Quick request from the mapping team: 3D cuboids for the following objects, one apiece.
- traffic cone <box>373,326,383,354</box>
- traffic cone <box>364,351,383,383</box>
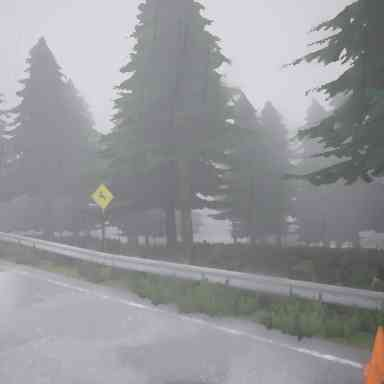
[{"bbox_3d":[2.329,1.956,4.104,0.340,0.580,0.340,0,0,34],"label":"traffic cone"},{"bbox_3d":[1.786,1.956,3.267,0.340,0.580,0.340,0,0,33],"label":"traffic cone"}]
